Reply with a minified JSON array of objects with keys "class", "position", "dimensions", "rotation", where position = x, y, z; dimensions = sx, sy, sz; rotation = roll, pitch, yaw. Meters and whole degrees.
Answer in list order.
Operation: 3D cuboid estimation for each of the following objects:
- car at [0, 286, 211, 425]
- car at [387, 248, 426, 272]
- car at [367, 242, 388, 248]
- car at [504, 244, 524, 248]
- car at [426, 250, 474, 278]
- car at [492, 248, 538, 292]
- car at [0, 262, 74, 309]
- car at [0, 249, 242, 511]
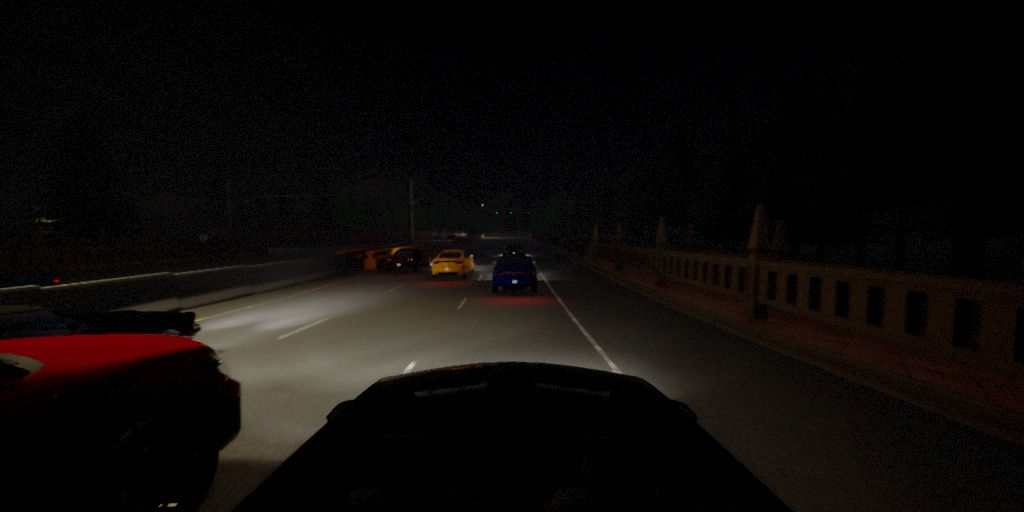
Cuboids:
[{"class":"car","position":[-6.898,1.298,4.721],"dimensions":[1.895,1.301,4.718],"rotation":[0,1,0]},{"class":"car","position":[-6.865,0.193,24.042],"dimensions":[1.812,1.442,4.674],"rotation":[0,4,0]},{"class":"car","position":[-13.893,-0.733,37.675],"dimensions":[1.994,1.385,4.181],"rotation":[0,4,1]},{"class":"car","position":[0.184,-0.403,32.967],"dimensions":[1.994,1.385,4.181],"rotation":[0,4,0]},{"class":"car","position":[-3.377,0.349,21.154],"dimensions":[1.882,1.535,5.008],"rotation":[0,4,0]},{"class":"car","position":[0.112,0.670,16.504],"dimensions":[1.882,1.535,5.008],"rotation":[0,4,0]},{"class":"car","position":[-17.593,1.052,10.846],"dimensions":[2.033,1.411,5.357],"rotation":[0,2,0]},{"class":"car","position":[-3.400,0.967,0.690],"dimensions":[2.150,2.045,5.566],"rotation":[0,0,0]}]
